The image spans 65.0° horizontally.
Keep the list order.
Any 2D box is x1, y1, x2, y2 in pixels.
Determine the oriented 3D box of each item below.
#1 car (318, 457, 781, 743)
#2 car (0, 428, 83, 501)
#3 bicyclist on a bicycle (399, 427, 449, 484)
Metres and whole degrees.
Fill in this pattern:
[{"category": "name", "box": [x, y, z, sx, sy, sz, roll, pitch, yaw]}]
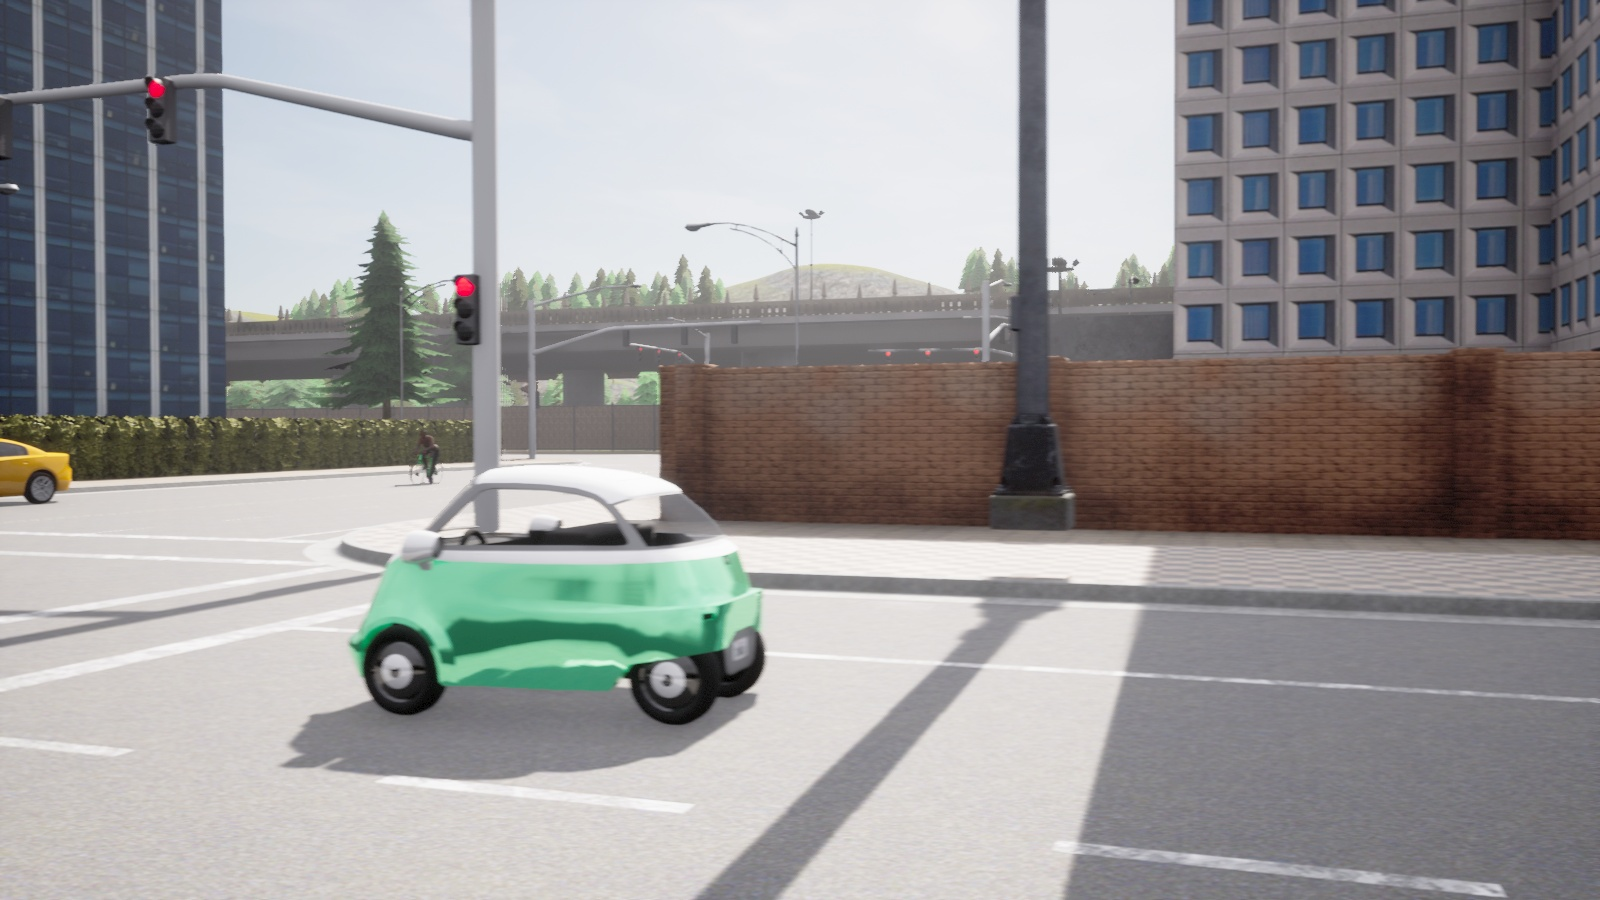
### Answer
[{"category": "car", "box": [-1.402, 0.758, 7.349, 2.207, 1.376, 1.481, 1, 1, 18]}, {"category": "car", "box": [-18.044, 0.310, 26.568, 1.882, 1.535, 5.008, 1, 1, 18]}, {"category": "bicyclist on a bicycle", "box": [-11.020, 0.147, 36.869, 0.582, 1.620, 1.656, 0, 1, 17]}]
